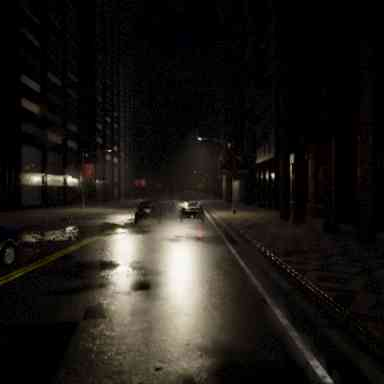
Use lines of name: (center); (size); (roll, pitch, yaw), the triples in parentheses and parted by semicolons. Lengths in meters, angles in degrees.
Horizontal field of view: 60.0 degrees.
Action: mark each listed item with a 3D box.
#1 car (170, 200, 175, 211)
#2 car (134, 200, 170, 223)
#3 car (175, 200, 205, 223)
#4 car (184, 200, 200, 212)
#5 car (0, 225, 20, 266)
car: (-3.209, 1.720, 43.047); (1.994, 1.385, 4.181); (0, 0, 0)
car: (-3.216, 1.448, 26.419); (2.097, 1.767, 4.553); (0, 0, 0)
car: (0.036, 1.589, 26.679); (2.128, 1.511, 4.902); (0, 0, 0)
car: (0.039, 1.718, 42.690); (1.994, 1.385, 4.181); (0, 0, 0)
car: (-6.600, 1.511, 8.883); (1.882, 1.535, 5.008); (0, 0, 0)
